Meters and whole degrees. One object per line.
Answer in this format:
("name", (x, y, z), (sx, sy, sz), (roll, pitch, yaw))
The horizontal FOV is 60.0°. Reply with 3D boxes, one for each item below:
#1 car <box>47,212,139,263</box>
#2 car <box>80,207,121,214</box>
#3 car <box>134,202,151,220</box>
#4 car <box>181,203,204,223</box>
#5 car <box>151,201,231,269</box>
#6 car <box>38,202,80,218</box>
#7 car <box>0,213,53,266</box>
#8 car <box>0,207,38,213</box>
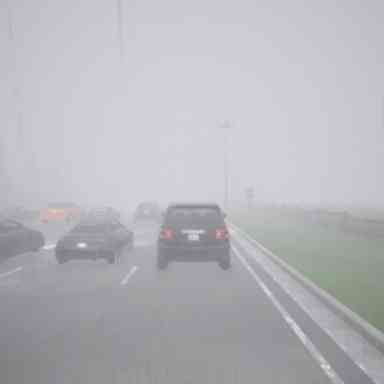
("car", (-3.433, 1.664, 12.433), (1.994, 1.385, 4.181), (0, -1, 0))
("car", (-6.938, 1.816, 26.340), (1.895, 1.301, 4.718), (0, 0, 0))
("car", (-3.433, 1.575, 27.458), (2.097, 1.767, 4.553), (0, -1, 0))
("car", (0.074, 1.761, 28.780), (1.812, 1.442, 4.674), (0, 0, 0))
("car", (0.063, 1.319, 11.629), (2.150, 2.045, 5.566), (0, 0, 0))
("car", (-10.433, 1.575, 27.461), (2.097, 1.767, 4.553), (0, -1, 0))
("car", (-6.937, 1.659, 11.802), (1.994, 1.385, 4.181), (0, -1, 0))
("car", (-13.938, 1.816, 26.332), (1.895, 1.301, 4.718), (0, 0, 0))
